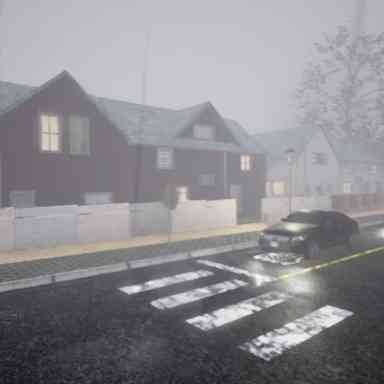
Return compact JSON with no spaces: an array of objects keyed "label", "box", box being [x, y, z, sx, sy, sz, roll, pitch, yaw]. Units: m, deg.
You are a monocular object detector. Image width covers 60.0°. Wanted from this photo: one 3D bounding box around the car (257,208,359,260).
[{"label":"car","box":[4.295,1.335,11.824,4.674,1.442,1.812,-1,1,-41]}]
